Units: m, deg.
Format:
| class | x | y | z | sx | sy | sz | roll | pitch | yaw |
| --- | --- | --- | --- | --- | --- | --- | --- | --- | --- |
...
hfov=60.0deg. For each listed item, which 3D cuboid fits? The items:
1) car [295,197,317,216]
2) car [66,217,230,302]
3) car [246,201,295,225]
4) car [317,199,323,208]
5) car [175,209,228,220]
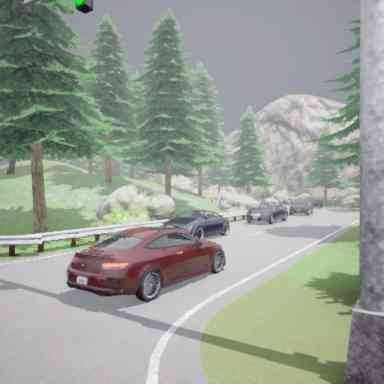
| class | x | y | z | sx | sy | sz | roll | pitch | yaw |
| --- | --- | --- | --- | --- | --- | --- | --- | --- | --- |
| car | 11.082 | 1.527 | 33.519 | 1.837 | 1.490 | 4.892 | 0 | 0 | 26 |
| car | -0.868 | 1.591 | 8.378 | 1.812 | 1.442 | 4.674 | 0 | -1 | 33 |
| car | 5.685 | 1.510 | 24.843 | 2.128 | 1.511 | 4.902 | 0 | 0 | 33 |
| car | 16.842 | 1.573 | 48.548 | 1.837 | 1.490 | 4.892 | 4 | -2 | -21 |
| car | 0.218 | 1.578 | 16.535 | 1.994 | 1.385 | 4.181 | 0 | 0 | 33 |
